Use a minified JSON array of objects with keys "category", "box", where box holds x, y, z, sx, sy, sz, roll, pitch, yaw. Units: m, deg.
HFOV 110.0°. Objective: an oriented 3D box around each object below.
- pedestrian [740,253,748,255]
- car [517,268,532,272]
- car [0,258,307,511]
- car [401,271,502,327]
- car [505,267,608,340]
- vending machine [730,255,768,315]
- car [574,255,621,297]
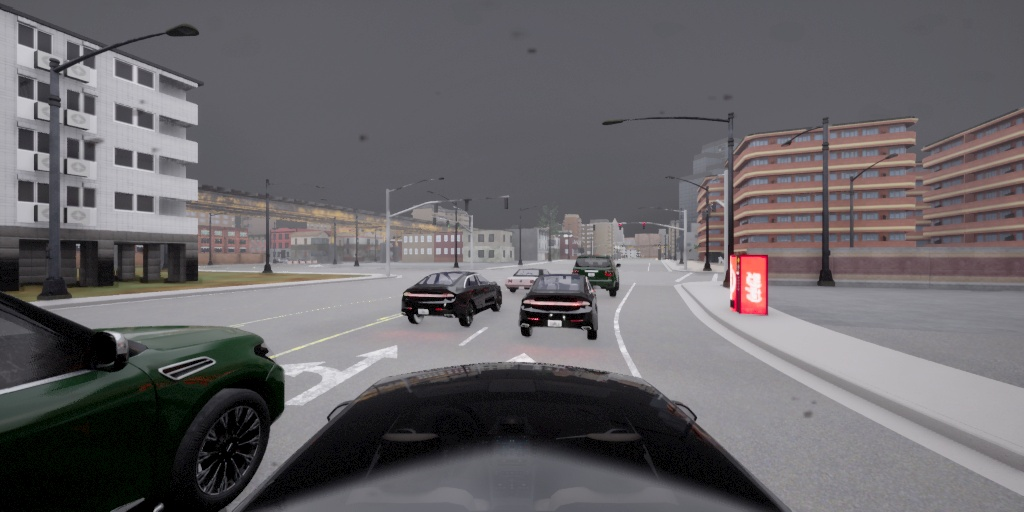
[{"category":"pedestrian","box":[8.059,0.795,12.472,0.375,1.860,0.375,0,0,21]},{"category":"car","box":[1.301,1.351,20.527,1.895,1.301,4.718,0,0,21]},{"category":"car","box":[-3.292,0.971,1.133,2.150,2.045,5.566,0,0,0]},{"category":"car","box":[-1.710,1.242,11.714,2.128,1.511,4.902,0,0,14]},{"category":"car","box":[1.448,1.242,10.108,2.128,1.511,4.902,0,0,13]},{"category":"vending machine","box":[7.825,0.945,11.853,1.100,2.100,0.880,0,0,20]},{"category":"car","box":[4.578,0.971,19.347,2.150,2.045,5.566,0,0,19]}]
